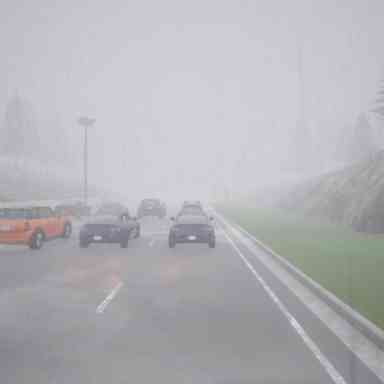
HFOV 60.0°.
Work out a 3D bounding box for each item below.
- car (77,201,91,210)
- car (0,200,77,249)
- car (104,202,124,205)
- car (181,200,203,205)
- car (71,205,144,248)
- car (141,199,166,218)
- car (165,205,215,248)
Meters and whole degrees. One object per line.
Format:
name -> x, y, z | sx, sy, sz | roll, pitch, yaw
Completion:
car -> -10.500, 1.482, 29.650 | 1.882, 1.535, 5.008 | 0, 0, 0
car -> -7.000, 1.363, 14.620 | 2.097, 1.767, 4.553 | 0, 0, 0
car -> -7.000, 1.570, 29.650 | 1.994, 1.385, 4.181 | 0, 0, 0
car -> 0.000, 1.493, 29.650 | 2.128, 1.511, 4.902 | 0, 0, 0
car -> -3.500, 1.530, 14.650 | 1.812, 1.442, 4.674 | 0, 0, 0
car -> -3.500, 1.363, 29.620 | 2.097, 1.767, 4.553 | 0, 0, 0
car -> 0.000, 1.530, 14.650 | 1.812, 1.442, 4.674 | 0, 0, 0
